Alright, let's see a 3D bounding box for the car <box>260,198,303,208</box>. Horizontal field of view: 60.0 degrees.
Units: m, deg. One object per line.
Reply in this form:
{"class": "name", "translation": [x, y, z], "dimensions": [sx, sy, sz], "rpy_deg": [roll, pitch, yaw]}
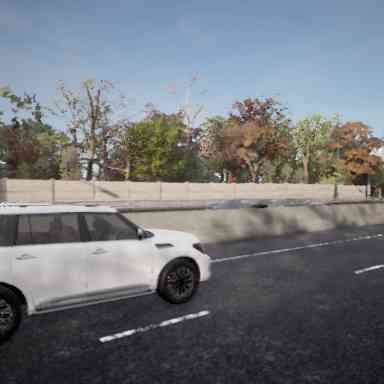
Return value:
{"class": "car", "translation": [9.135, 1.364, 31.998], "dimensions": [4.553, 1.767, 2.097], "rpy_deg": [0, 0, -35]}

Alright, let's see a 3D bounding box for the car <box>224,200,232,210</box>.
{"class": "car", "translation": [4.074, 1.558, 36.991], "dimensions": [5.357, 1.411, 2.033], "rpy_deg": [0, 0, -35]}

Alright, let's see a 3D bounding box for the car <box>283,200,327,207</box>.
{"class": "car", "translation": [10.282, 1.612, 28.522], "dimensions": [4.718, 1.301, 1.895], "rpy_deg": [0, 0, -35]}

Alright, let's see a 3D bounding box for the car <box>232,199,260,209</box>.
{"class": "car", "translation": [6.984, 1.489, 34.764], "dimensions": [5.008, 1.535, 1.882], "rpy_deg": [0, 0, -35]}

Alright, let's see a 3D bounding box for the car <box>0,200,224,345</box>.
{"class": "car", "translation": [-2.256, 1.221, 6.435], "dimensions": [5.566, 2.045, 2.150], "rpy_deg": [0, 0, -36]}
